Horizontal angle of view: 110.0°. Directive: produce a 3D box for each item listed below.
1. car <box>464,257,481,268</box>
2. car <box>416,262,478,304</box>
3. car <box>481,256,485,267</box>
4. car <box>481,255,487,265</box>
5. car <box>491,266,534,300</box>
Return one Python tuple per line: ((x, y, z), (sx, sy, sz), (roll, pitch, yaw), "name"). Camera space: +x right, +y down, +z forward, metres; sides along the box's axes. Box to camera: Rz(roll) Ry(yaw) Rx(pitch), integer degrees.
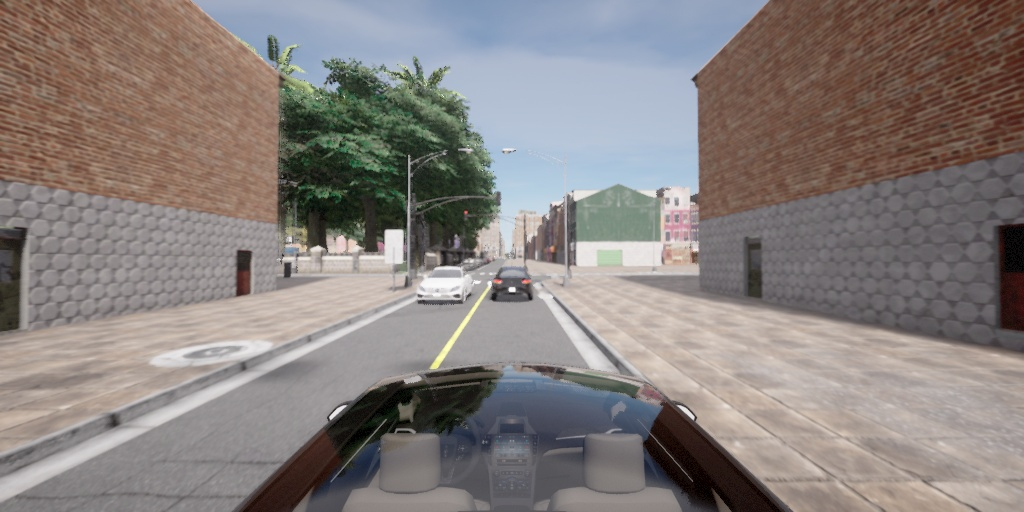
((-5.522, 1.031, 45.664), (2.007, 1.370, 4.403), (0, 0, 0), "car")
((-2.781, 1.184, 15.730), (1.812, 1.442, 4.674), (0, 0, 1), "car")
((-5.551, 0.994, 52.799), (2.007, 1.370, 4.403), (0, 0, 0), "car")
((-5.594, 0.983, 58.249), (1.948, 1.339, 4.313), (0, 0, 0), "car")
((0.027, 1.178, 16.801), (1.812, 1.442, 4.674), (0, 0, 1), "car")
